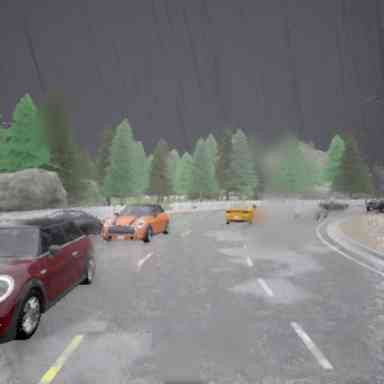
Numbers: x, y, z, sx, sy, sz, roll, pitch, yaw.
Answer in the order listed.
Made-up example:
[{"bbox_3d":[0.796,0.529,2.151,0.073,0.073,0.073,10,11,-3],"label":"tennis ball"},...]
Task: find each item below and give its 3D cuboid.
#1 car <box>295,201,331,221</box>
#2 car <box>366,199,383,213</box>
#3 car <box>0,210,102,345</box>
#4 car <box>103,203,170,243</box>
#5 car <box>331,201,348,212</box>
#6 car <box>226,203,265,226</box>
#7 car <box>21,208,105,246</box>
[{"bbox_3d":[10.007,1.585,27.831,1.812,1.442,4.674,0,-1,33],"label":"car"},{"bbox_3d":[22.271,1.588,38.662,4.892,1.490,1.837,0,0,-30],"label":"car"},{"bbox_3d":[-3.492,1.366,6.548,2.097,1.767,4.553,0,0,0],"label":"car"},{"bbox_3d":[-2.608,1.387,16.510,2.097,1.767,4.553,0,0,12],"label":"car"},{"bbox_3d":[16.391,1.683,39.172,4.718,1.301,1.895,0,0,-37],"label":"car"},{"bbox_3d":[3.959,1.529,24.240,1.882,1.535,5.008,0,0,24],"label":"car"},{"bbox_3d":[-6.127,1.599,16.403,1.994,1.385,4.181,0,0,10],"label":"car"}]
